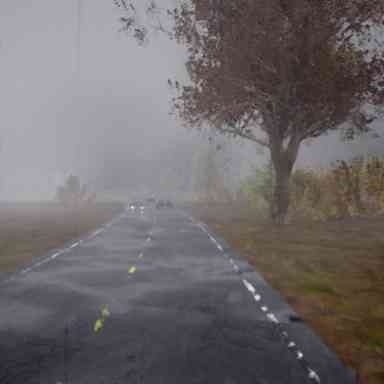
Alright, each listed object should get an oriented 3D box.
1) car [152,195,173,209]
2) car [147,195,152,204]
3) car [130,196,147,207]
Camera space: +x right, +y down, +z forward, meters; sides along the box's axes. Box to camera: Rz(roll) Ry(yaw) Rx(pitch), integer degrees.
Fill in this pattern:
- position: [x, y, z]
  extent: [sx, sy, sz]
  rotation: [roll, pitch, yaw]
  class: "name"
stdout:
- position: [-3.795, 1.277, 43.808]
  extent: [2.097, 1.767, 4.553]
  rotation: [0, 0, -9]
  class: "car"
- position: [-7.764, 1.382, 62.810]
  extent: [1.882, 1.535, 5.008]
  rotation: [0, 0, -14]
  class: "car"
- position: [-8.342, 1.428, 50.987]
  extent: [1.837, 1.490, 4.892]
  rotation: [0, 0, -11]
  class: "car"
